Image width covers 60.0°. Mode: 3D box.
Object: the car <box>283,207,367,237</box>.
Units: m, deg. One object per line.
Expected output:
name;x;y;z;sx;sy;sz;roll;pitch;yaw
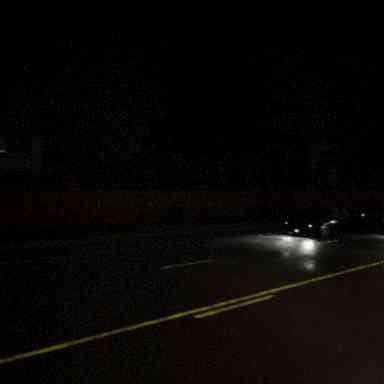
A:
car;7.263;1.493;17.770;5.357;1.411;2.033;0;0;-35
